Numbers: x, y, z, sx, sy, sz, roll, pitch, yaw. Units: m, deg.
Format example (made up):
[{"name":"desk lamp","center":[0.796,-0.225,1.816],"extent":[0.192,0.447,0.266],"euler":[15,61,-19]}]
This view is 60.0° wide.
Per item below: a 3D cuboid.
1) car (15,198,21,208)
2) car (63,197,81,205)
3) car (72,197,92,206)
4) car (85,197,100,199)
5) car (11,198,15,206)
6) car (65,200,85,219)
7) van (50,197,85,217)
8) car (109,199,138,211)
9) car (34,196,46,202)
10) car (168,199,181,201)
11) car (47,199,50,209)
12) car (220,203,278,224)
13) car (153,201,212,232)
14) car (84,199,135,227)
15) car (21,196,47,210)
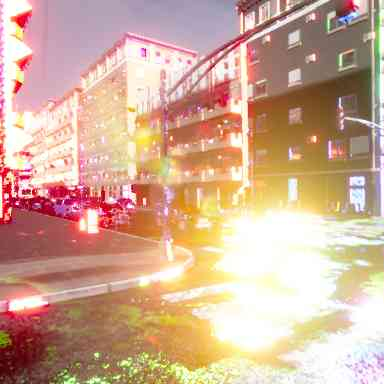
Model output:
[{"name":"car","center":[-25.307,1.763,50.878],"extent":[1.947,1.339,4.313],"euler":[-1,1,-36]},{"name":"car","center":[-21.743,1.634,60.266],"extent":[2.008,1.369,4.403],"euler":[-1,1,-36]},{"name":"car","center":[-18.508,1.632,55.775],"extent":[1.947,1.339,4.313],"euler":[-1,1,-36]},{"name":"car","center":[-15.275,1.491,51.284],"extent":[1.967,1.590,4.097],"euler":[-1,1,-36]},{"name":"car","center":[-31.776,1.776,59.860],"extent":[1.887,1.381,4.507],"euler":[-1,1,-36]},{"name":"car","center":[-9.034,1.646,28.288],"extent":[1.752,1.417,4.829],"euler":[-1,1,-36]},{"name":"van","center":[-12.371,1.477,32.914],"extent":[1.690,1.788,3.998],"euler":[-1,1,-36]},{"name":"car","center":[-8.804,1.571,42.304],"extent":[2.008,1.369,4.403],"euler":[-1,1,-36]},{"name":"car","center":[-37.916,1.716,82.719],"extent":[1.887,1.381,4.507],"euler":[-1,1,-36]},{"name":"car","center":[-2.336,1.430,33.322],"extent":[1.967,1.590,4.097],"euler":[-1,1,-36]},{"name":"car","center":[-20.652,1.721,49.020],"extent":[2.033,1.411,5.357],"euler":[-1,0,-36]},{"name":"car","center":[4.036,1.488,24.480],"extent":[1.752,1.417,4.829],"euler":[-1,1,-36]},{"name":"car","center":[-0.648,1.557,21.125],"extent":[1.837,1.490,4.892],"euler":[-1,1,-34]},{"name":"car","center":[-5.900,1.547,23.935],"extent":[1.967,1.590,4.097],"euler":[-1,1,-36]},{"name":"car","center":[-22.074,1.621,46.387],"extent":[1.967,1.590,4.097],"euler":[-1,1,-36]}]
